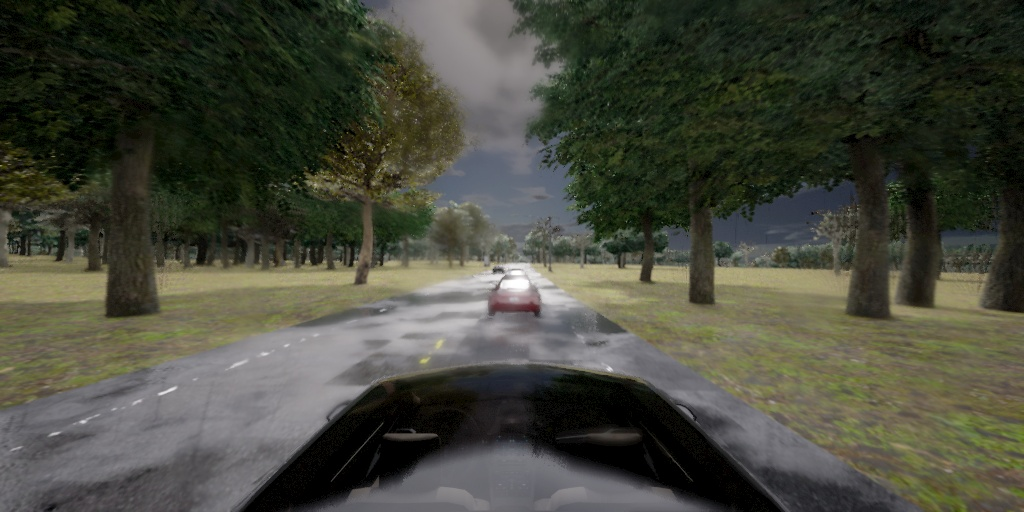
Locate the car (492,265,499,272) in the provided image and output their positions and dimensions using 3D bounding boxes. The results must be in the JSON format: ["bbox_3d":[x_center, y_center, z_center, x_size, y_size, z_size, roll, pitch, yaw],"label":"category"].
[{"bbox_3d":[-2.258,2.223,59.445,1.895,1.301,4.718,0,-1,3],"label":"car"}]

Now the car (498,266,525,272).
[{"bbox_3d":[0.309,1.668,26.966,2.033,1.411,5.357,0,-1,2],"label":"car"}]

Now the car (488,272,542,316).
[{"bbox_3d":[0.132,1.497,14.361,1.994,1.385,4.181,0,-1,1],"label":"car"}]
